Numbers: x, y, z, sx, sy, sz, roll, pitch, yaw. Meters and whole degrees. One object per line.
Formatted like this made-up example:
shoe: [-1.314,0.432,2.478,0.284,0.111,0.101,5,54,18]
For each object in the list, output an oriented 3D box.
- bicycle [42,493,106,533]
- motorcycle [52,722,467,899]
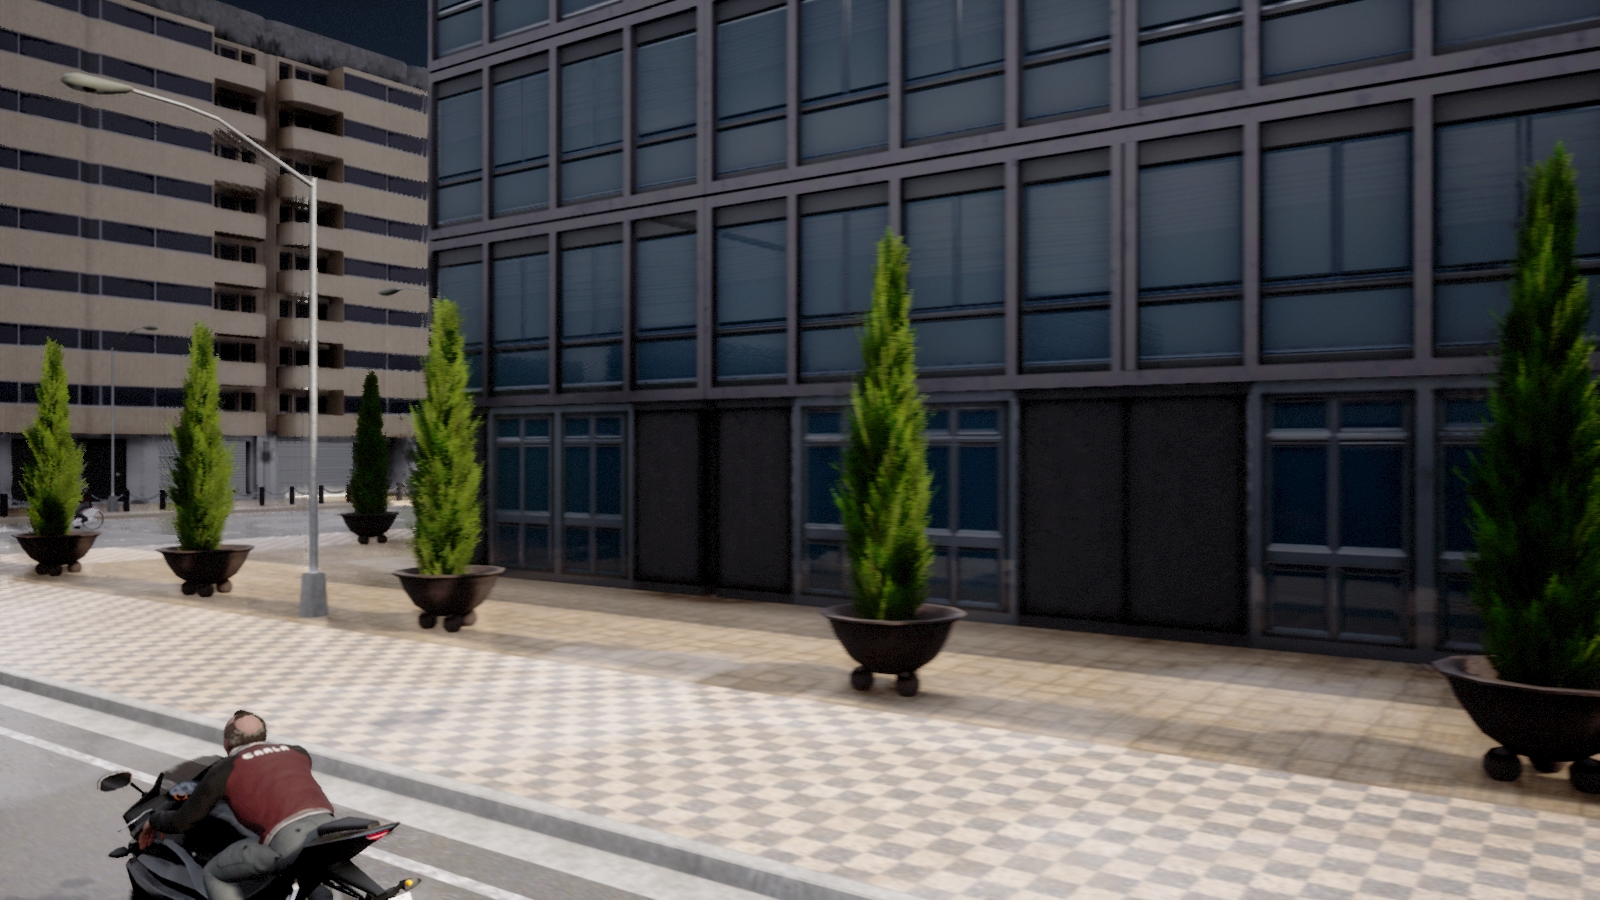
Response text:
bicycle: [-24.485,2.105,38.581,0.329,1.271,1.835,0,0,35]
motorcycle: [-2.719,2.205,5.646,2.209,1.251,0.867,0,0,35]
